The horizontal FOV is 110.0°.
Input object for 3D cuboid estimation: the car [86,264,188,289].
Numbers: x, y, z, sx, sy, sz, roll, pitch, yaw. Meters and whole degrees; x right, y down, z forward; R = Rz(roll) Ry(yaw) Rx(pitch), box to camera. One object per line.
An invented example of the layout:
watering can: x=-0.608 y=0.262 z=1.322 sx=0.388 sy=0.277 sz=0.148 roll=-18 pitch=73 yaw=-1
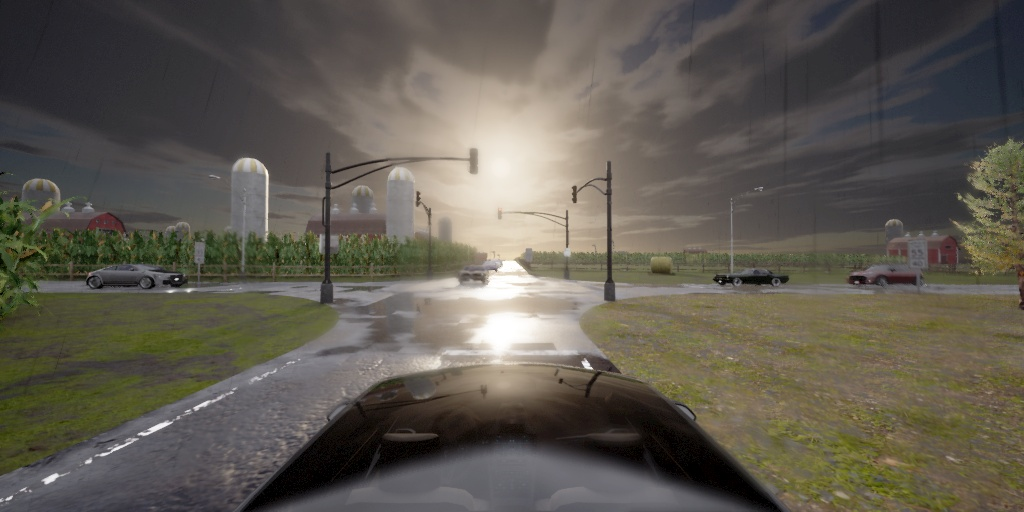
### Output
car: x=-20.960 y=1.117 z=20.166 sx=4.181 sy=1.385 sz=1.994 roll=0 pitch=-1 yaw=-3

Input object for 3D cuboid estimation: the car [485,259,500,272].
car: x=-2.823 y=1.316 z=46.093 sx=1.812 sy=1.442 sz=4.674 roll=0 pitch=0 yaw=0

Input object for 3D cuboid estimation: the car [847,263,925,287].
car: x=28.117 y=1.418 z=27.083 sx=4.553 sy=1.767 sz=2.097 roll=1 pitch=-1 yaw=-4

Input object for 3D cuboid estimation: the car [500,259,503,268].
car: x=-2.849 y=1.338 z=59.779 sx=1.812 sy=1.442 sz=4.674 roll=0 pitch=0 yaw=0

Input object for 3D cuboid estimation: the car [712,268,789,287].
car: x=17.410 y=1.566 z=26.318 sx=4.718 sy=1.301 sz=1.895 roll=1 pitch=-1 yaw=-4

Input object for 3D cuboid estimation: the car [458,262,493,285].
car: x=-2.683 y=1.343 z=26.004 sx=1.895 sy=1.301 sz=4.718 roll=0 pitch=0 yaw=0
